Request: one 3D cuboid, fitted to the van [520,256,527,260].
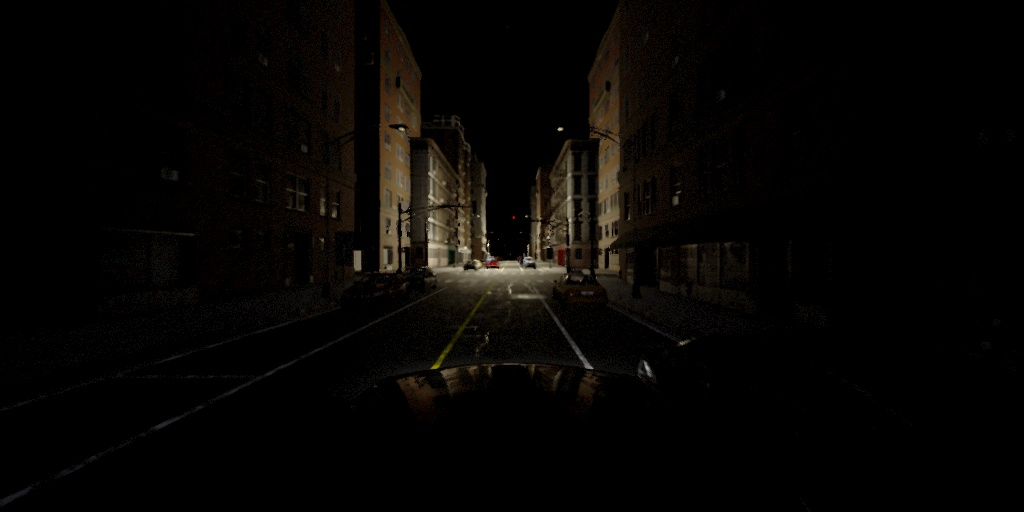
[{"bbox_3d":[2.648,1.047,58.061,1.690,1.789,3.998,0,0,0],"label":"van"}]

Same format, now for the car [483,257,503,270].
[{"bbox_3d":[-2.741,1.284,52.536,1.812,1.442,4.674,0,1,0],"label":"car"}]

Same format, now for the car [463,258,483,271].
[{"bbox_3d":[-5.384,1.266,47.249,2.007,1.370,4.403,0,0,0],"label":"car"}]

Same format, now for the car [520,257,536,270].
[{"bbox_3d":[2.646,1.261,52.655,2.007,1.370,4.403,0,0,0],"label":"car"}]

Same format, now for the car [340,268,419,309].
[{"bbox_3d":[-5.385,1.324,14.691,1.802,1.307,4.207,0,0,0],"label":"car"}]

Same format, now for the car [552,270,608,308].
[{"bbox_3d":[2.640,1.267,14.861,1.751,1.417,4.829,0,0,0],"label":"car"}]

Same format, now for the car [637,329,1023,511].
[{"bbox_3d":[2.638,1.315,3.329,1.948,1.339,4.313,0,0,0],"label":"car"}]

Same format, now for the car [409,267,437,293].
[{"bbox_3d":[-5.385,1.288,20.373,2.007,1.370,4.403,0,0,0],"label":"car"}]
